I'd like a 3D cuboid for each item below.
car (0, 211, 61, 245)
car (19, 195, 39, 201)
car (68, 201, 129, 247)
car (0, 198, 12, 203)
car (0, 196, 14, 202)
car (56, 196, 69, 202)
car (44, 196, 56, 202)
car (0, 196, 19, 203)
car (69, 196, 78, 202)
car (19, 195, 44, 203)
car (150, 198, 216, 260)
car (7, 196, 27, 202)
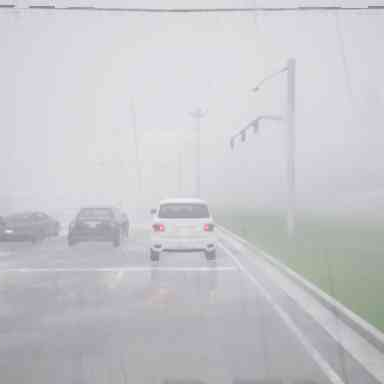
[{"bbox_3d":[-7.702,1.599,15.707,1.994,1.385,4.181,0,0,-5],"label":"car"},{"bbox_3d":[-41.997,1.596,85.689,5.008,1.535,1.882,0,0,21],"label":"car"},{"bbox_3d":[-4.176,1.387,15.487,2.097,1.767,4.553,0,0,-5],"label":"car"},{"bbox_3d":[-11.341,1.390,16.786,2.097,1.767,4.553,0,0,-6],"label":"car"},{"bbox_3d":[-45.124,1.718,79.394,4.718,1.301,1.895,0,0,18],"label":"car"},{"bbox_3d":[-32.883,1.679,80.851,4.892,1.490,1.837,0,0,32],"label":"car"},{"bbox_3d":[-34.695,1.726,77.862,4.181,1.385,1.994,0,0,32],"label":"car"},{"bbox_3d":[-40.549,1.704,73.300,5.357,1.411,2.033,0,0,28],"label":"car"},{"bbox_3d":[-31.257,1.726,83.975,5.357,1.411,2.033,0,0,32],"label":"car"},{"bbox_3d":[-36.018,1.666,74.543,4.892,1.490,1.837,0,0,35],"label":"car"},{"bbox_3d":[-0.418,1.251,12.729,2.150,2.045,5.566,0,0,-4],"label":"car"},{"bbox_3d":[-43.380,1.715,82.472,4.718,1.301,1.895,0,0,21],"label":"car"}]
